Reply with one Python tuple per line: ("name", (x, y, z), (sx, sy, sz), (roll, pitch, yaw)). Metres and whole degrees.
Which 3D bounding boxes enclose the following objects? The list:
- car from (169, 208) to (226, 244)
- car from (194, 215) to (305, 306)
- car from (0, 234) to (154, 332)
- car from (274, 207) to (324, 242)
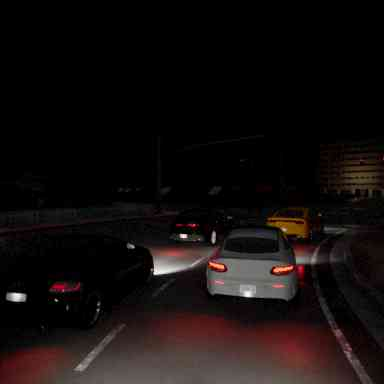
("car", (0.636, 1.505, 15.441), (1.837, 1.490, 4.892), (0, 0, 24))
("car", (1.539, 1.526, 8.032), (1.812, 1.442, 4.674), (0, 0, 14))
("car", (-2.255, 1.564, 7.010), (1.994, 1.385, 4.181), (0, 0, 12))
("car", (5.237, 1.478, 16.536), (1.882, 1.535, 5.008), (0, 0, 30))
